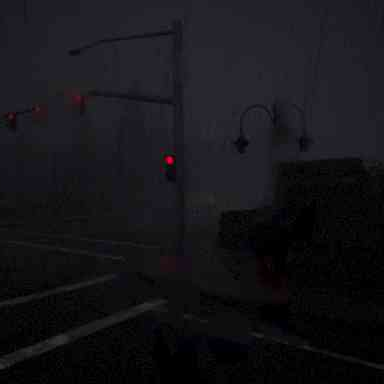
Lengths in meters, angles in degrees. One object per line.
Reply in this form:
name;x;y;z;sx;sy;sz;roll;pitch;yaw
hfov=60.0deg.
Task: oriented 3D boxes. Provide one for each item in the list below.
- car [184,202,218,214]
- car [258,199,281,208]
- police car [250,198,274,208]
car;0.997;1.832;38.445;1.895;1.301;4.718;-1;0;37
car;12.583;1.869;53.694;1.895;1.301;4.718;-1;0;37
police car;9.322;1.615;43.535;1.930;1.638;5.238;-1;0;37
